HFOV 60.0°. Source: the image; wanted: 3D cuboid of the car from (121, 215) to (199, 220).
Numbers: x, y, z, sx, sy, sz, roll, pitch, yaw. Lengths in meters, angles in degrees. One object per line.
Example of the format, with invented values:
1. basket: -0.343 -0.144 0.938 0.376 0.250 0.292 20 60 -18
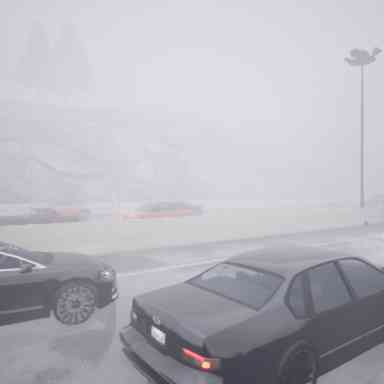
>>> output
1. car: -2.198 1.354 19.619 4.553 1.767 2.097 0 0 -36

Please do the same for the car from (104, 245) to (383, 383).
1. car: 1.688 1.548 4.949 5.357 1.411 2.033 0 0 -36

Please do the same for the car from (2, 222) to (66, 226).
1. car: -9.082 1.602 19.011 4.718 1.301 1.895 0 0 -35

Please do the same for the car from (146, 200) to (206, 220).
1. car: -1.336 1.481 28.832 5.008 1.535 1.882 0 0 -35

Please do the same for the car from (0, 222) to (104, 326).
1. car: -3.662 1.492 5.434 4.902 1.511 2.128 0 0 -35
